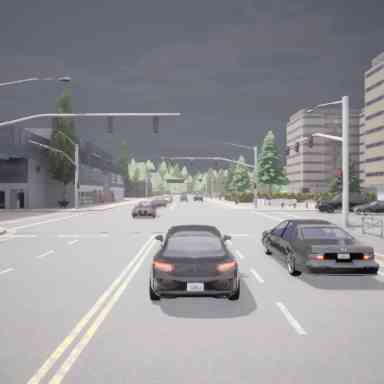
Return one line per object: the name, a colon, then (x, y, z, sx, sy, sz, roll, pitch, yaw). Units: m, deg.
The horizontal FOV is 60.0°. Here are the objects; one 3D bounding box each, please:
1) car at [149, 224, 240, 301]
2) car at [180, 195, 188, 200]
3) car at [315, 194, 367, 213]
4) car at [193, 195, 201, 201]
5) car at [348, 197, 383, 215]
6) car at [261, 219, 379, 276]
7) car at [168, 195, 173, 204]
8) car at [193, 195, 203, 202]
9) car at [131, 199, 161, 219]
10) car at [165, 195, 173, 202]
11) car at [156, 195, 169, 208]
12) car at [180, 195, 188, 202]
car: (0.037, 1.526, 8.224, 1.812, 1.442, 4.674, 0, 0, -1)
car: (-2.181, 1.467, 88.779, 1.994, 1.385, 4.181, 0, 0, -1)
car: (16.291, 1.222, 36.005, 5.566, 2.045, 2.150, 0, 0, -2)
car: (1.318, 1.500, 88.851, 1.837, 1.490, 4.892, 0, 0, -1)
car: (18.226, 1.526, 32.537, 4.674, 1.442, 1.812, 0, 0, -2)
car: (3.534, 1.547, 10.280, 2.033, 1.411, 5.357, 0, 0, 0)
car: (-5.085, 1.477, 63.414, 1.882, 1.535, 5.008, 0, 0, -1)
car: (1.579, 1.478, 78.713, 1.882, 1.535, 5.008, 0, 0, -1)
car: (-4.116, 1.564, 29.374, 1.994, 1.385, 4.181, 0, 0, -2)
car: (-5.411, 1.503, 78.213, 1.812, 1.442, 4.674, 0, 0, -1)
car: (-4.727, 1.563, 48.150, 1.994, 1.385, 4.181, 0, 0, -2)
car: (-1.908, 1.533, 78.143, 2.033, 1.411, 5.357, 0, 0, -1)
